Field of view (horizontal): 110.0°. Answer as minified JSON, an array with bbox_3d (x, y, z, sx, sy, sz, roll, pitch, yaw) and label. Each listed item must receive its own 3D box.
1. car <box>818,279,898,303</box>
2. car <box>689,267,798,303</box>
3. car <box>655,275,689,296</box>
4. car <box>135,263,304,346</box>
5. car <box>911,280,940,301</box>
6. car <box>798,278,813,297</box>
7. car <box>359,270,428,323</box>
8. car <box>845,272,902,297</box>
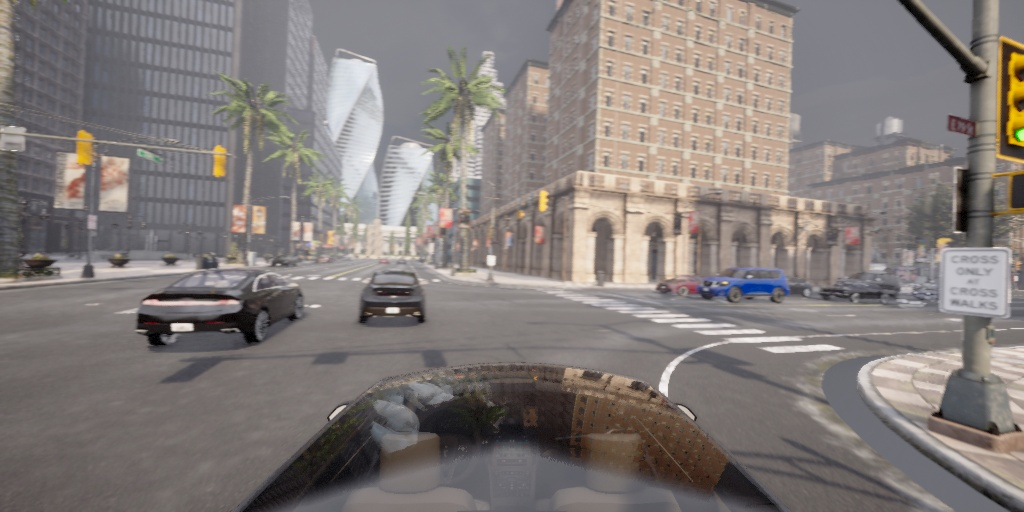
[{"bbox_3d":[23.469,2.472,24.513,4.718,1.301,1.895,2,-1,-17],"label":"car"},{"bbox_3d":[13.907,1.698,21.604,5.566,2.045,2.150,2,-1,-17],"label":"car"},{"bbox_3d":[12.092,2.002,24.711,4.181,1.385,1.994,2,-1,-17],"label":"car"},{"bbox_3d":[-6.568,1.058,8.719,2.128,1.511,4.902,2,-1,-17],"label":"car"},{"bbox_3d":[33.639,2.838,27.603,5.357,1.411,2.033,2,-1,-17],"label":"car"},{"bbox_3d":[20.473,2.288,27.256,4.892,1.490,1.837,2,-1,-17],"label":"car"},{"bbox_3d":[-3.888,1.206,11.935,1.837,1.490,4.892,2,-1,-17],"label":"car"},{"bbox_3d":[29.929,2.394,30.127,5.566,2.045,2.150,2,-1,-17],"label":"car"}]
